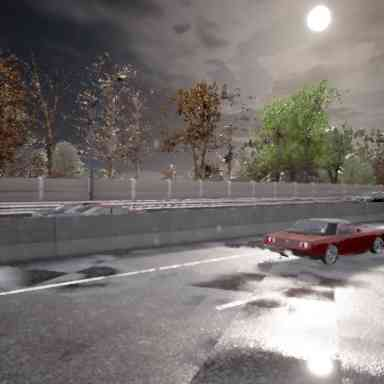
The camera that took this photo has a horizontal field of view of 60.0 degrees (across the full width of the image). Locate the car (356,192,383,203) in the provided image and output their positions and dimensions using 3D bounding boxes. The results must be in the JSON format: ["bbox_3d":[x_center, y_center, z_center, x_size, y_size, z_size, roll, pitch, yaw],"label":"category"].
[{"bbox_3d":[26.142,1.073,48.403,5.566,2.045,2.150,0,0,-35],"label":"car"}]

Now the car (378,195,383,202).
[{"bbox_3d":[27.803,1.455,45.302,4.718,1.301,1.895,0,0,-35],"label":"car"}]

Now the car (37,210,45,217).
[{"bbox_3d":[-6.666,1.481,20.737,4.892,1.490,1.837,0,0,-36],"label":"car"}]

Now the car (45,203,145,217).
[{"bbox_3d":[-4.834,1.454,17.743,5.008,1.535,1.882,0,0,-36],"label":"car"}]

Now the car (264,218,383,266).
[{"bbox_3d":[4.750,1.563,11.436,4.718,1.301,1.895,0,0,-36],"label":"car"}]

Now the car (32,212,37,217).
[{"bbox_3d":[-8.754,1.502,23.561,4.674,1.442,1.812,0,0,-35],"label":"car"}]
